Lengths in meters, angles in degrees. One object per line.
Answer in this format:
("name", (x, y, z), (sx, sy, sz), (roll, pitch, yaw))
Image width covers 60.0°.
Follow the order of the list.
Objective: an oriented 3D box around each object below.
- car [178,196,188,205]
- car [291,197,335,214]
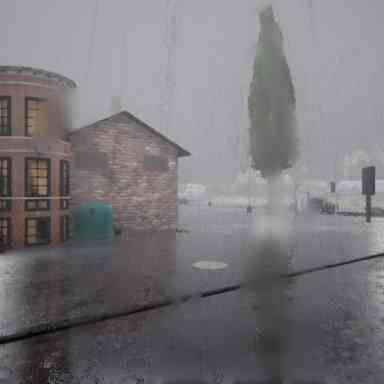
("car", (-2.663, 1.502, 58.116), (1.837, 1.490, 4.892), (0, 0, -35))
("car", (13.033, 1.347, 36.254), (2.097, 1.767, 4.553), (0, 0, -36))
